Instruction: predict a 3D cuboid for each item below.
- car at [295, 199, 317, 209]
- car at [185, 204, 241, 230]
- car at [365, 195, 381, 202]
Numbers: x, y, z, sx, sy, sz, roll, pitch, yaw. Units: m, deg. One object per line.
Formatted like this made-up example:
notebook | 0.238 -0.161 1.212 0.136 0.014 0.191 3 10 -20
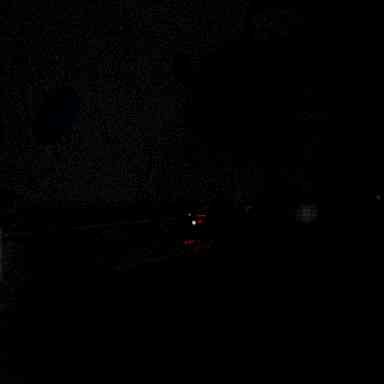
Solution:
car | 15.692 1.614 45.673 1.994 1.385 4.181 0 0 36
car | 1.532 1.536 21.375 1.837 1.490 4.892 0 0 36
car | 41.217 1.401 76.308 2.097 1.767 4.553 0 0 36
